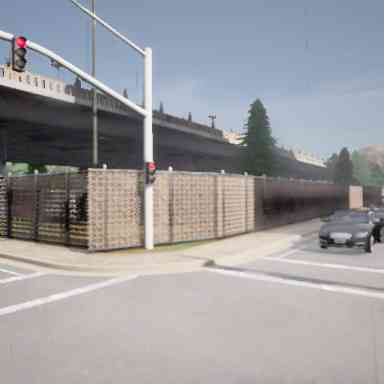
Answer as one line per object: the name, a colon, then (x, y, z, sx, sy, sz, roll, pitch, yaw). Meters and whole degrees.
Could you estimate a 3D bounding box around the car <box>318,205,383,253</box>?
car: (6.728, 1.500, 13.935, 2.128, 1.511, 4.902, -1, 0, 36)

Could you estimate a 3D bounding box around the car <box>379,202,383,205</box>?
car: (11.913, 1.578, 21.184, 1.994, 1.385, 4.181, -1, 0, 35)

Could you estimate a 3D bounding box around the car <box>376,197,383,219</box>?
car: (17.786, 1.372, 29.360, 2.097, 1.767, 4.553, -1, 0, 36)
